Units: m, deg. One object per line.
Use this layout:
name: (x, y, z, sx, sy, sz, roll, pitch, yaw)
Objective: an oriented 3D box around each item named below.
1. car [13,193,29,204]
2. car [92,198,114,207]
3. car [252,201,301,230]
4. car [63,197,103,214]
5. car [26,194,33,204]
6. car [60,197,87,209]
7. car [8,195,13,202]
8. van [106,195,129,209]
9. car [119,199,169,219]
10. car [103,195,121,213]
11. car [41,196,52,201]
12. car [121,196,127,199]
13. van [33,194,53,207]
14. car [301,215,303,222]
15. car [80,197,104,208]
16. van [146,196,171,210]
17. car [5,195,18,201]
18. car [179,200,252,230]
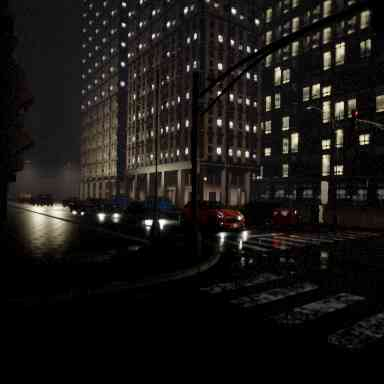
car: (-30.480, 1.155, 60.559, 2.192, 1.841, 5.009, 1, -1, -35)
car: (-13.838, 1.586, 51.598, 1.947, 1.339, 4.313, 1, -1, -35)
car: (4.312, 1.368, 21.667, 2.097, 1.767, 4.553, 2, -1, -37)
car: (-10.851, 1.427, 32.931, 2.008, 1.369, 4.403, 1, -1, -35)
car: (-23.940, 1.432, 51.348, 1.802, 1.307, 4.206, 1, -1, -35)
car: (-15.915, 1.404, 44.608, 2.128, 1.511, 4.902, 1, -1, -35)
car: (-37.028, 1.396, 69.765, 1.947, 1.339, 4.313, 1, -1, -35)
van: (-10.561, 1.368, 46.996, 1.690, 1.788, 3.998, 1, -1, -35)
car: (-4.060, 1.502, 27.845, 1.994, 1.385, 4.181, 1, -1, -35)
car: (-9.926, 1.402, 36.113, 1.882, 1.535, 5.008, 1, -1, -36)
car: (-36.743, 1.570, 83.827, 1.802, 1.307, 4.206, 1, -1, -35)
car: (-7.293, 1.584, 42.389, 2.008, 1.369, 4.403, 1, -1, -35)
van: (-20.663, 1.197, 46.746, 1.690, 1.788, 3.998, 1, -1, -35)
car: (5.798, 1.505, 23.973, 1.967, 1.590, 4.097, 1, -1, -35)
car: (-14.463, 1.497, 47.924, 1.812, 1.442, 4.674, 1, -1, -35)
van: (-4.017, 1.382, 37.787, 1.690, 1.788, 3.998, 1, -1, -35)
car: (-40.299, 1.377, 74.370, 2.008, 1.369, 4.403, 1, -1, -35)
car: (1.144, 1.303, 20.531, 2.097, 1.767, 4.553, 1, -1, -35)
